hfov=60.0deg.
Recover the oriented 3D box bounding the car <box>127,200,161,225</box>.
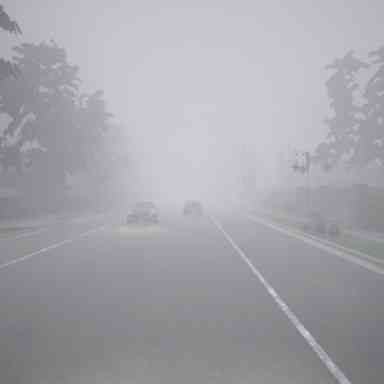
[{"bbox_3d":[-3.513,1.420,24.974,2.097,1.767,4.553,0,0,0],"label":"car"}]

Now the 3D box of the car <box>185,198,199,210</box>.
[{"bbox_3d":[0.001,1.613,45.547,1.812,1.442,4.674,0,0,0],"label":"car"}]

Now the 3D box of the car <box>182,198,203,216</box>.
[{"bbox_3d":[0.082,1.567,33.029,2.128,1.511,4.902,0,0,0],"label":"car"}]
